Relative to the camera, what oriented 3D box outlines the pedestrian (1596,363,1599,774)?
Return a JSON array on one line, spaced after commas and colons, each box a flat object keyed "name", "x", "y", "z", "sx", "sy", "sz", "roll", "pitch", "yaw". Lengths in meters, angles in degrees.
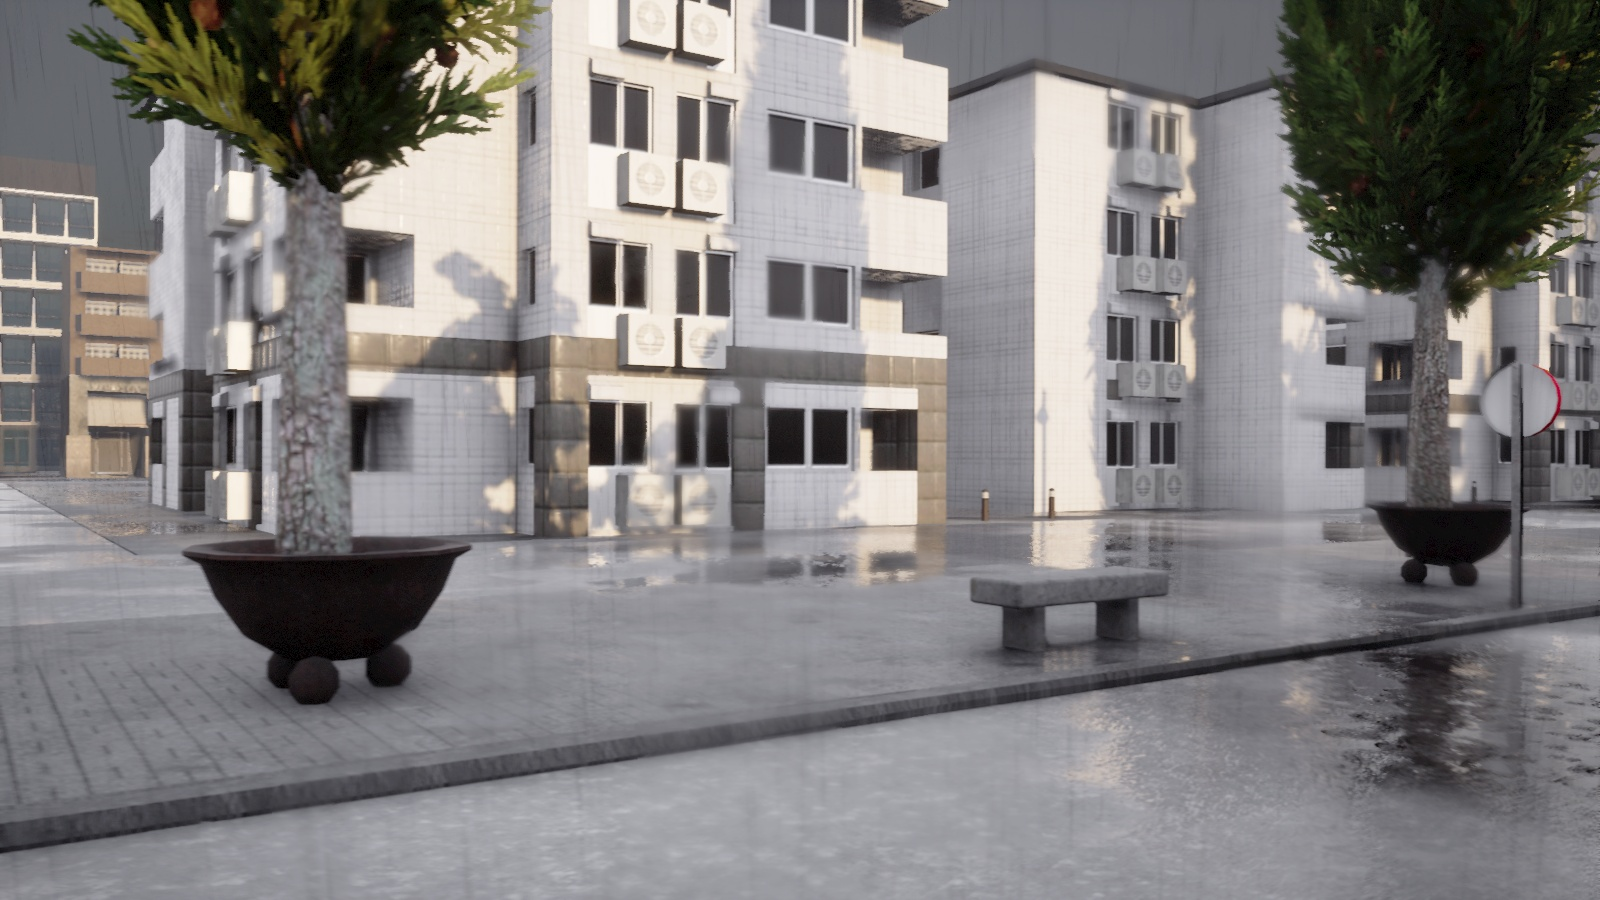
[{"name": "pedestrian", "x": 4.126, "y": 0.555, "z": 5.775, "sx": 0.396, "sy": 1.930, "sz": 0.692, "roll": 0, "pitch": 0, "yaw": -41}]
